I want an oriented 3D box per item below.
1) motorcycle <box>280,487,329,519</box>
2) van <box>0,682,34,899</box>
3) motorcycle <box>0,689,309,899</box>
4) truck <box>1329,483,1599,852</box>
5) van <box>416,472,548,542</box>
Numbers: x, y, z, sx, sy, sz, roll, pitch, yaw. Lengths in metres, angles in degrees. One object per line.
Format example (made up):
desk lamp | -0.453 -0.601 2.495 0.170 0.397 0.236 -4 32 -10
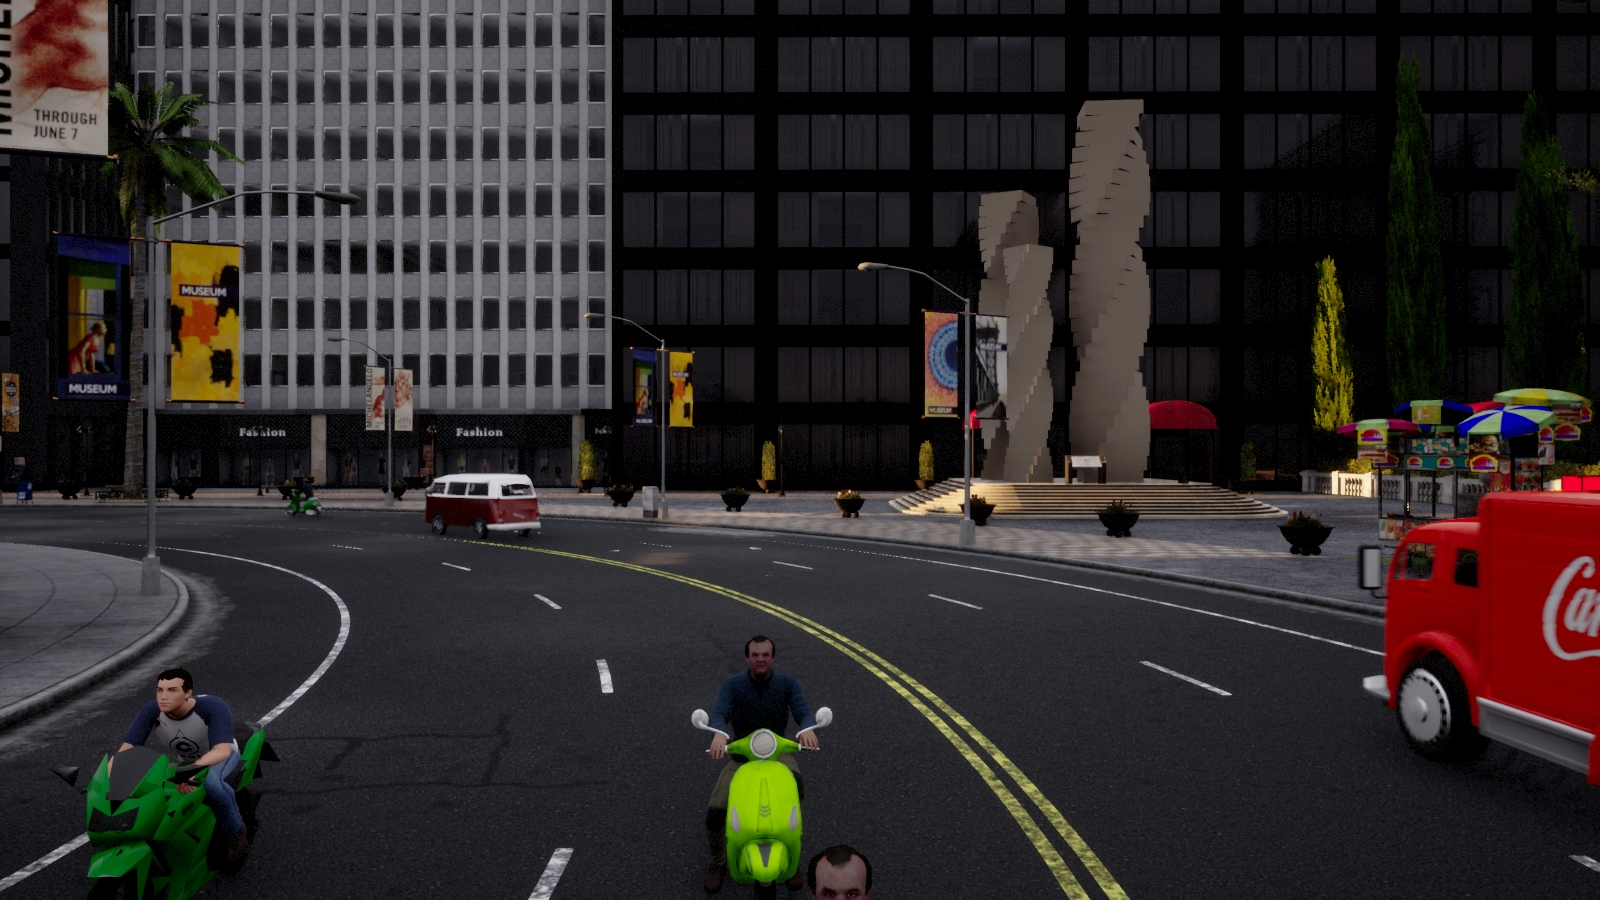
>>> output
motorcycle | -20.544 2.182 47.393 1.805 1.236 0.856 0 1 22
van | -3.531 1.783 1.506 2.069 2.038 4.480 0 0 -1
motorcycle | -3.697 2.213 6.785 0.803 1.145 2.033 0 0 -4
truck | 6.809 1.568 8.917 2.627 2.467 5.204 0 0 -5
van | -10.334 1.783 37.012 4.480 2.038 2.069 0 0 43
